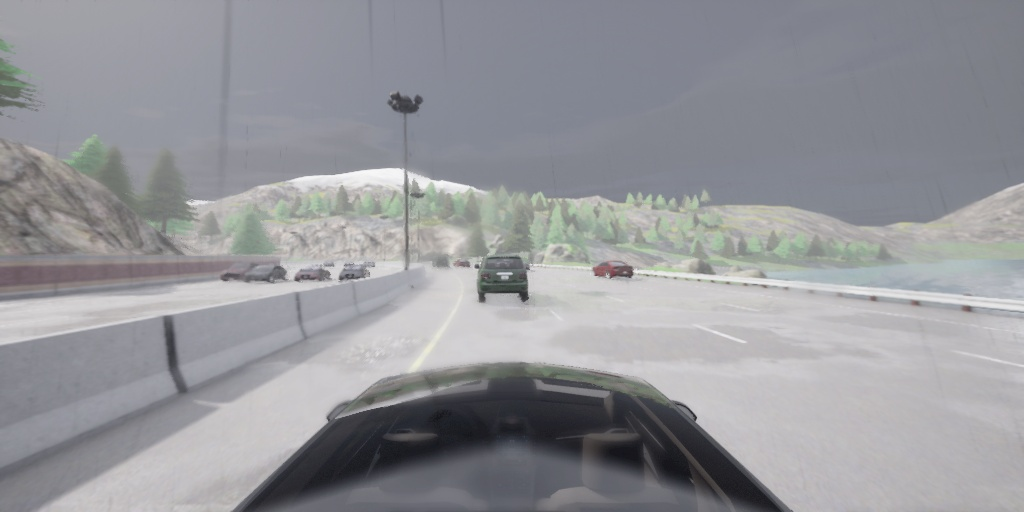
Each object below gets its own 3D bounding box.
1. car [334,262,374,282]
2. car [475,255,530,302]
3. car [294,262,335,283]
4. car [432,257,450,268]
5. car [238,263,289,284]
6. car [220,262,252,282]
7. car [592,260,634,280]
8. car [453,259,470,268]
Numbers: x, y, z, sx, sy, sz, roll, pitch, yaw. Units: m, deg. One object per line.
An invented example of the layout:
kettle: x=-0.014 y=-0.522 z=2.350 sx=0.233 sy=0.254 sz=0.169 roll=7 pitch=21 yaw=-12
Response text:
car: x=-13.662 y=1.486 z=31.285 sx=1.994 sy=1.385 sz=4.181 roll=-1 pitch=0 yaw=-12
car: x=-0.566 y=0.977 z=17.277 sx=2.150 sy=2.045 sz=5.566 roll=0 pitch=0 yaw=-6
car: x=-17.220 y=1.531 z=31.148 sx=1.994 sy=1.385 sz=4.181 roll=-1 pitch=0 yaw=-12
car: x=-12.631 y=1.128 z=63.623 sx=2.150 sy=2.045 sz=5.566 roll=0 pitch=0 yaw=-24
car: x=-20.606 y=1.516 z=30.269 sx=1.837 sy=1.490 sz=4.892 roll=-1 pitch=0 yaw=-12
car: x=-24.865 y=1.415 z=33.288 sx=2.097 sy=1.767 sz=4.553 roll=-1 pitch=0 yaw=-14
car: x=8.280 y=1.121 z=29.969 sx=1.882 sy=1.535 sz=5.008 roll=0 pitch=0 yaw=-10
car: x=-9.035 y=1.339 z=64.004 sx=1.882 sy=1.535 sz=5.008 roll=0 pitch=-1 yaw=-25
